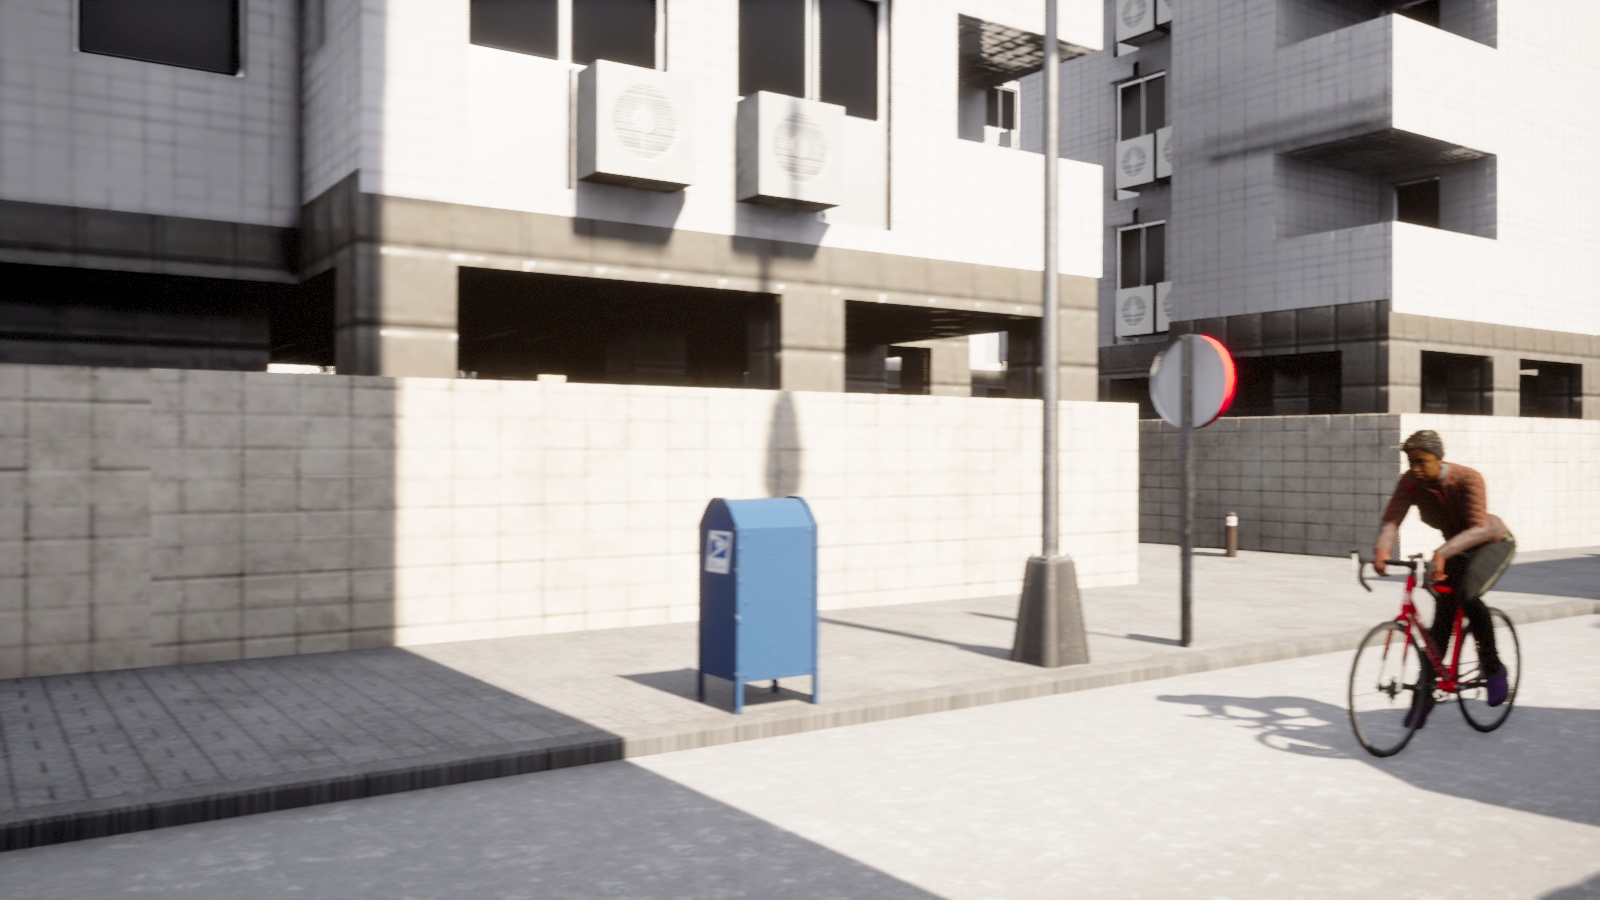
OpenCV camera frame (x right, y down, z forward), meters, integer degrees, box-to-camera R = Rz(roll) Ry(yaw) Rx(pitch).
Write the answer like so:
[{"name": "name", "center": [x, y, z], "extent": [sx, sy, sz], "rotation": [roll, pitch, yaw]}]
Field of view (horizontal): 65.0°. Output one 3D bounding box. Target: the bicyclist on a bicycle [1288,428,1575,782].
[{"name": "bicyclist on a bicycle", "center": [3.274, 0.707, 6.457], "extent": [1.656, 1.620, 0.582], "rotation": [0, 0, -34]}]
